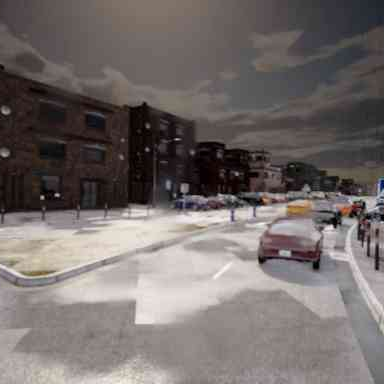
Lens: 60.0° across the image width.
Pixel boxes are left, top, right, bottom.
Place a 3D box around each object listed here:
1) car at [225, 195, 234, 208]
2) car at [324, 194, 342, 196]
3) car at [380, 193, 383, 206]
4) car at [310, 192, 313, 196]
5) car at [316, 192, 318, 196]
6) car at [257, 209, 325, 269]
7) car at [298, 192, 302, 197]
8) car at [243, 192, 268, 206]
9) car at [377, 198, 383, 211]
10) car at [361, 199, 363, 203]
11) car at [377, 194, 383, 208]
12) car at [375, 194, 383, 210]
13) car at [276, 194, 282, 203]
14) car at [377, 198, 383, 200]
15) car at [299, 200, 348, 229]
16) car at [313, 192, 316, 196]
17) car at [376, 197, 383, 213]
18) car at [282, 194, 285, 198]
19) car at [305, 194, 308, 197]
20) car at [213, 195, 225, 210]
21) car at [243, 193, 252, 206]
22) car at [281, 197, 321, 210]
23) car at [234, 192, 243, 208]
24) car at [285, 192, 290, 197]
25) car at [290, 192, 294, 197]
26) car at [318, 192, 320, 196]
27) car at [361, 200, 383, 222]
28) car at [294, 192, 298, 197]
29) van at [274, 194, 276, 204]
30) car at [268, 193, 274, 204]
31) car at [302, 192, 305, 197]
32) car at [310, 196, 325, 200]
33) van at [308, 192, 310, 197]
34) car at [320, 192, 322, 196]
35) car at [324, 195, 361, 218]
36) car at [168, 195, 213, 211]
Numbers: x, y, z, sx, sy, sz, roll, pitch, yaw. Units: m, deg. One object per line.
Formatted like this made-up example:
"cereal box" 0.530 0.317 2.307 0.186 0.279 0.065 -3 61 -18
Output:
"car" 2.385 1.320 41.771 4.674 1.452 2.002 1 1 32
"car" 20.893 1.461 48.026 2.128 1.511 4.902 1 1 32
"car" 34.638 1.283 55.523 5.566 2.045 2.435 1 1 32
"car" 25.577 1.241 79.302 4.674 1.452 2.002 1 1 32
"car" 28.479 1.208 83.991 4.892 1.521 2.231 1 1 32
"car" 3.457 1.554 11.381 1.812 1.442 4.674 1 0 22
"car" 19.784 1.204 69.919 4.892 1.521 2.231 1 1 32
"car" 8.162 1.003 51.170 5.566 2.045 2.435 1 1 32
"car" 25.839 1.589 41.359 4.892 1.521 2.231 1 1 32
"car" 20.667 1.533 41.829 2.128 1.511 4.902 1 1 32
"car" 30.267 1.305 48.570 5.566 2.045 2.435 1 1 32
"car" 27.324 1.326 43.706 5.566 2.045 2.435 1 1 32
"car" 12.527 1.229 58.198 5.008 1.535 2.097 1 1 32
"car" 18.545 1.498 29.524 4.553 1.767 2.185 1 1 32
"car" 9.016 1.540 22.521 2.128 1.511 4.902 1 0 29
"car" 26.867 1.198 81.747 5.366 1.575 1.946 1 1 32
"car" 22.936 1.483 36.619 4.553 1.767 2.185 1 1 32
"car" 13.956 1.096 60.555 4.553 1.767 2.185 1 1 32
"car" 22.682 1.201 74.609 4.892 1.521 2.231 1 1 32
"car" 0.930 1.282 39.430 5.008 1.535 2.097 1 0 32
"car" 5.279 1.274 46.471 4.892 1.521 2.231 1 1 32
"car" 10.129 1.489 30.545 1.882 1.535 5.008 1 0 32
"car" 3.861 1.152 44.100 4.553 1.767 2.185 1 1 32
"car" 15.406 1.090 62.901 4.553 1.767 2.185 1 1 32
"car" 16.908 1.085 65.214 4.553 1.767 2.185 1 1 32
"car" 29.898 1.241 86.356 4.792 1.488 2.163 1 0 32
"car" 15.630 1.642 24.935 4.792 1.488 2.163 1 0 32
"car" 18.334 1.207 67.573 4.892 1.521 2.231 1 1 32
"van" 11.185 1.014 55.785 4.442 1.987 1.878 1 1 32
"car" 9.791 1.246 53.406 5.366 1.575 1.946 1 1 32
"car" 21.233 1.202 72.264 4.892 1.521 2.231 1 1 32
"car" 15.615 1.555 39.406 2.033 1.411 5.357 1 1 32
"van" 24.294 0.976 76.999 4.442 1.987 1.878 1 1 32
"car" 31.369 1.257 88.687 4.674 1.452 2.002 1 0 32
"car" 14.453 1.418 31.805 2.097 1.767 4.553 1 0 32
"car" -0.489 1.154 37.060 4.553 1.767 2.185 1 1 32
